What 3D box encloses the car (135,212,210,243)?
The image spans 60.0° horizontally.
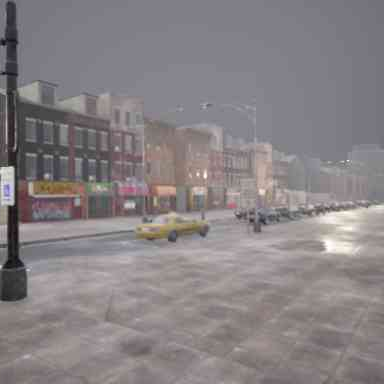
[{"bbox_3d":[-0.829,1.703,17.218,1.752,1.417,4.829,-2,-1,35],"label":"car"}]

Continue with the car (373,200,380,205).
[{"bbox_3d":[44.714,2.563,81.261,2.008,1.369,4.403,-2,-2,35],"label":"car"}]

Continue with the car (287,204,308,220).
[{"bbox_3d":[8.853,1.847,30.833,2.008,1.369,4.403,-2,-1,35],"label":"car"}]

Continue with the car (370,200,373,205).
[{"bbox_3d":[34.933,2.315,67.510,1.887,1.381,4.507,-2,-2,35],"label":"car"}]

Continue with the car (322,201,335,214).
[{"bbox_3d":[15.372,1.938,40.003,1.887,1.381,4.507,-2,-2,35],"label":"car"}]

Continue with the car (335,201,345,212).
[{"bbox_3d":[18.631,1.888,44.590,1.967,1.590,4.097,-2,-2,35],"label":"car"}]

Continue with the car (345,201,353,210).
[{"bbox_3d":[21.893,2.056,49.172,2.008,1.369,4.403,-2,-2,35],"label":"car"}]

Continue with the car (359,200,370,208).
[{"bbox_3d":[31.674,2.250,62.926,2.008,1.369,4.403,-2,-2,35],"label":"car"}]

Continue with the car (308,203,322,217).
[{"bbox_3d":[12.113,1.925,35.417,1.802,1.307,4.206,-2,-2,35],"label":"car"}]

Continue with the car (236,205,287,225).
[{"bbox_3d":[5.593,1.819,26.248,1.947,1.339,4.313,-2,-1,35],"label":"car"}]

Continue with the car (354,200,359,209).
[{"bbox_3d":[25.153,2.117,53.756,2.008,1.369,4.403,-2,-2,35],"label":"car"}]
